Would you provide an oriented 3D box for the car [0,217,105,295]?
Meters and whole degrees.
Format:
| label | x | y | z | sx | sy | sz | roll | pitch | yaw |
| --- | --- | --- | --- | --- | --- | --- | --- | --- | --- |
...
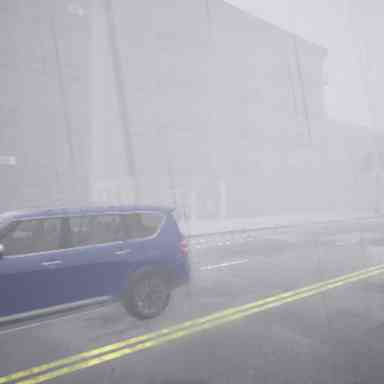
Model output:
| label | x | y | z | sx | sy | sz | roll | pitch | yaw |
| --- | --- | --- | --- | --- | --- | --- | --- | --- | --- |
| car | -4.898 | 1.543 | 8.147 | 5.008 | 1.535 | 1.882 | 0 | 0 | -37 |

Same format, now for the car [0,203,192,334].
| label | x | y | z | sx | sy | sz | roll | pitch | yaw |
| --- | --- | --- | --- | --- | --- | --- | --- | --- | --- |
| car | -2.593 | 1.262 | 5.827 | 5.566 | 2.045 | 2.150 | 0 | 0 | -36 |
